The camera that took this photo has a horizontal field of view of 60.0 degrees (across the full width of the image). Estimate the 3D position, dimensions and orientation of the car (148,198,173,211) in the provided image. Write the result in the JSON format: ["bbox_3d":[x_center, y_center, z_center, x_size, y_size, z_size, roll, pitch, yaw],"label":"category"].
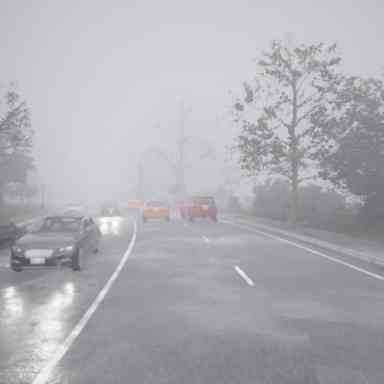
[{"bbox_3d":[-4.302,1.644,44.686,2.128,1.511,4.902,0,0,-19],"label":"car"}]

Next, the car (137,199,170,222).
[{"bbox_3d":[-3.225,1.454,28.111,2.097,1.767,4.553,0,0,-12],"label":"car"}]

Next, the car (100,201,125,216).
[{"bbox_3d":[-8.546,1.660,34.861,2.128,1.511,4.902,0,0,-15],"label":"car"}]

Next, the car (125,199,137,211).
[{"bbox_3d":[-7.949,1.666,44.511,1.882,1.535,5.008,0,0,-19],"label":"car"}]

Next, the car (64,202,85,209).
[{"bbox_3d":[-11.765,1.715,33.345,1.812,1.442,4.674,0,0,-15],"label":"car"}]

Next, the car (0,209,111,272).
[{"bbox_3d":[-4.247,1.540,11.088,2.128,1.511,4.902,0,0,-6],"label":"car"}]

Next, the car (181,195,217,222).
[{"bbox_3d":[0.490,1.299,27.757,2.150,2.045,5.566,0,0,-12],"label":"car"}]
